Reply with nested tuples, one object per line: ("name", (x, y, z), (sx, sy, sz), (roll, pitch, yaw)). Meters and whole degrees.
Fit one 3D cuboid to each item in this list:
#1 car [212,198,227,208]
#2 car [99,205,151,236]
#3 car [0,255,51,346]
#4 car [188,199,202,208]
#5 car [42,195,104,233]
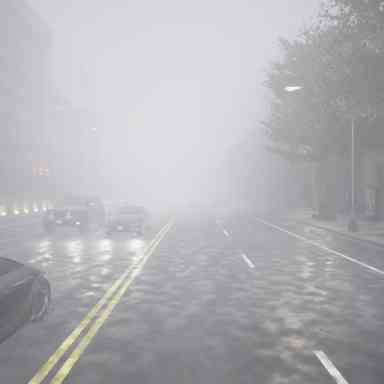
("car", (3.911, 1.564, 47.306), (1.994, 1.385, 4.181), (0, 0, 0))
("car", (-3.430, 1.505, 18.471), (1.837, 1.490, 4.892), (0, 0, 1))
("car", (-3.575, 1.564, 4.408), (1.994, 1.385, 4.181), (0, 0, 0))
("car", (0.420, 1.601, 48.240), (1.895, 1.301, 4.718), (0, 0, 0))
("car", (-6.903, 1.221, 20.206), (2.150, 2.045, 5.566), (0, 0, 1))
